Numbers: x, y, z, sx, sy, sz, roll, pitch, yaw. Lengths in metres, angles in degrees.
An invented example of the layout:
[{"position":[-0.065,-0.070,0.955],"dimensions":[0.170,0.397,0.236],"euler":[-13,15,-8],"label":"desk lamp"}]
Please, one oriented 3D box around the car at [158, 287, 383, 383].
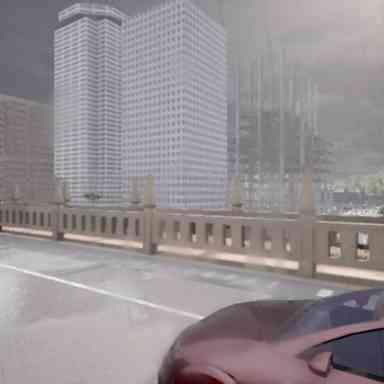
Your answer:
[{"position":[1.719,1.564,2.765],"dimensions":[4.181,1.385,1.994],"euler":[0,0,36],"label":"car"}]
